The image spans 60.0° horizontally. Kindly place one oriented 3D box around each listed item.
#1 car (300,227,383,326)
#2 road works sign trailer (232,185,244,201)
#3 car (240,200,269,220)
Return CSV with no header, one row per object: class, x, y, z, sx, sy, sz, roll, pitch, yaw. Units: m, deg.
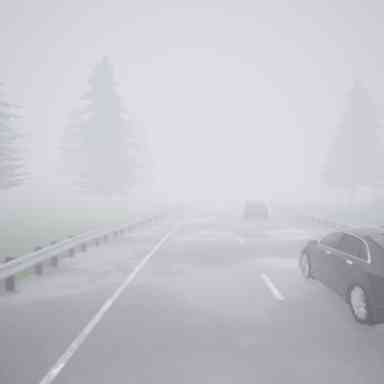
car,3.751,1.489,6.974,1.837,1.490,4.892,0,1,1
road works sign trailer,10.382,0.236,75.437,2.380,3.560,2.880,0,0,17
car,5.042,1.411,27.033,2.128,1.511,4.902,0,0,5
